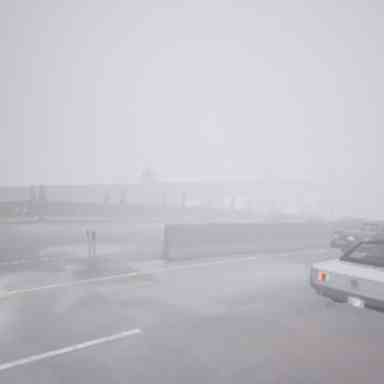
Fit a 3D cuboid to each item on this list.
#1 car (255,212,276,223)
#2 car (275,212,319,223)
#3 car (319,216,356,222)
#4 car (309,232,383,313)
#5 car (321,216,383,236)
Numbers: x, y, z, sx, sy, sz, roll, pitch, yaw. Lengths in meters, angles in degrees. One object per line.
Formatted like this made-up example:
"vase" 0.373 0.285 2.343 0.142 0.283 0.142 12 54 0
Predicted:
"car" 8.063 2.608 31.223 4.902 1.511 2.128 6 -4 -35
"car" 9.833 2.636 28.192 5.357 1.411 2.033 6 -4 -35
"car" 12.228 2.631 25.597 4.892 1.490 1.837 6 -3 -35
"car" 4.669 1.689 7.074 4.718 1.301 1.895 2 -1 -35
"car" 7.875 1.896 13.658 5.357 1.411 2.033 4 -2 -35
